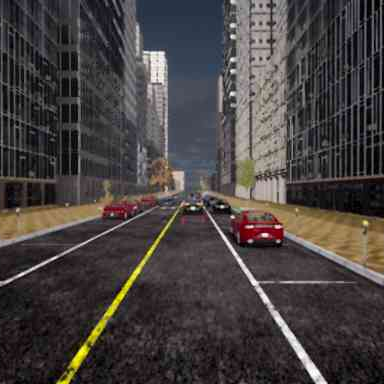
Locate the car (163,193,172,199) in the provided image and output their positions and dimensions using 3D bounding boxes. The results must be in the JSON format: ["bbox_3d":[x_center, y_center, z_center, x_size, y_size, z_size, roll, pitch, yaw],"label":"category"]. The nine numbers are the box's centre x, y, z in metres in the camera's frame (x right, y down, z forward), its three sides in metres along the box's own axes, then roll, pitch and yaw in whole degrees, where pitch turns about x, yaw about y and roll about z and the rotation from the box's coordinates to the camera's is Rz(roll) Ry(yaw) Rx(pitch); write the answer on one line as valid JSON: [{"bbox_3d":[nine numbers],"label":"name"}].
[{"bbox_3d":[-5.688,0.870,76.951,1.752,1.417,4.829,0,1,0],"label":"car"}]

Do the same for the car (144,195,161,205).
[{"bbox_3d":[-5.689,1.167,48.659,1.947,1.339,4.313,0,0,0],"label":"car"}]

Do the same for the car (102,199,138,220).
[{"bbox_3d":[-5.688,1.340,25.889,1.887,1.381,4.507,0,0,0],"label":"car"}]

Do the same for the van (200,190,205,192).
[{"bbox_3d":[2.693,0.842,60.034,1.690,1.788,3.998,0,1,0],"label":"van"}]

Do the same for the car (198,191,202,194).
[{"bbox_3d":[0.017,1.039,48.107,2.033,1.649,4.856,0,1,0],"label":"car"}]

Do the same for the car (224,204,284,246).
[{"bbox_3d":[2.692,1.433,14.499,1.887,1.381,4.507,0,0,0],"label":"car"}]

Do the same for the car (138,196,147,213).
[{"bbox_3d":[-5.688,1.329,31.583,1.802,1.307,4.206,0,0,0],"label":"car"}]

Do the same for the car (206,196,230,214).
[{"bbox_3d":[2.692,1.314,31.575,1.947,1.339,4.313,0,0,0],"label":"car"}]

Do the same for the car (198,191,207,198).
[{"bbox_3d":[2.694,0.550,88.493,2.192,1.841,5.009,0,1,0],"label":"car"}]

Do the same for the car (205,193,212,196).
[{"bbox_3d":[2.692,1.217,42.959,1.947,1.339,4.313,0,0,0],"label":"car"}]

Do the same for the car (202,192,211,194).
[{"bbox_3d":[2.692,1.118,54.343,1.947,1.339,4.313,0,1,0],"label":"car"}]

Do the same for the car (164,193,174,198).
[{"bbox_3d":[-5.688,0.840,82.814,2.008,1.369,4.403,0,1,0],"label":"car"}]

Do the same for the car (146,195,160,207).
[{"bbox_3d":[-5.688,1.195,42.967,1.887,1.381,4.507,0,0,0],"label":"car"}]

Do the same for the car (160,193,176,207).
[{"bbox_3d":[-3.087,1.208,43.737,1.994,1.385,4.181,0,0,0],"label":"car"}]

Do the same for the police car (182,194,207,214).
[{"bbox_3d":[0.094,1.250,31.985,2.038,1.542,4.974,0,1,0],"label":"police car"}]
